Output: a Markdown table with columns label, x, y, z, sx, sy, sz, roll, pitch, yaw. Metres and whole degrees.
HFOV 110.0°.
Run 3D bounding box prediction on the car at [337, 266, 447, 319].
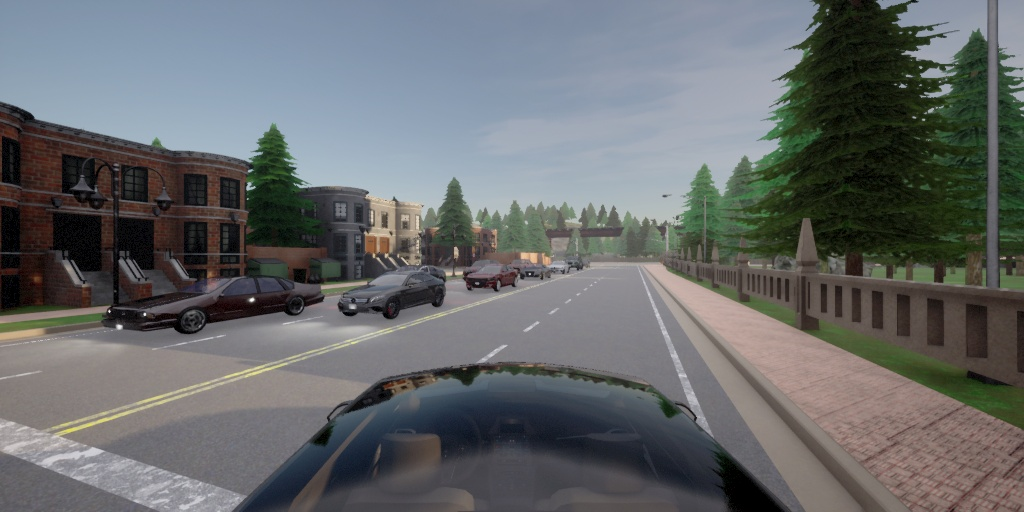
| label | x | y | z | sx | sy | sz | roll | pitch | yaw |
| --- | --- | --- | --- | --- | --- | --- | --- | --- | --- |
| car | -4.090 | 1.276 | 13.088 | 1.812 | 1.442 | 4.674 | 0 | 0 | 19 |

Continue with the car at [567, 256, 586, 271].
| label | x | y | z | sx | sy | sz | roll | pitch | yaw |
| --- | --- | --- | --- | --- | --- | --- | --- | --- | --- |
| car | 8.711 | 0.972 | 50.837 | 2.150 | 2.045 | 5.566 | 0 | 0 | 19 |

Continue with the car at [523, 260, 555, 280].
| label | x | y | z | sx | sy | sz | roll | pitch | yaw |
| --- | --- | --- | --- | --- | --- | --- | --- | --- | --- |
| car | 2.128 | 1.314 | 31.407 | 1.994 | 1.385 | 4.181 | 0 | 0 | 20 |

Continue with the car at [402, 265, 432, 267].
| label | x | y | z | sx | sy | sz | roll | pitch | yaw |
| --- | --- | --- | --- | --- | --- | --- | --- | --- | --- |
| car | -5.442 | 1.242 | 20.016 | 2.128 | 1.511 | 4.902 | 0 | 0 | 18 |

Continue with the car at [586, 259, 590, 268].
| label | x | y | z | sx | sy | sz | roll | pitch | yaw |
| --- | --- | --- | --- | --- | --- | --- | --- | --- | --- |
| car | 12.178 | 1.255 | 61.010 | 1.837 | 1.490 | 4.892 | 0 | 0 | 19 |

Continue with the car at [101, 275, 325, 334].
| label | x | y | z | sx | sy | sz | roll | pitch | yaw |
| --- | --- | --- | --- | --- | --- | --- | --- | --- | --- |
| car | -8.482 | 1.297 | 11.038 | 2.033 | 1.411 | 5.357 | 0 | 0 | 19 |

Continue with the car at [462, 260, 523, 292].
| label | x | y | z | sx | sy | sz | roll | pitch | yaw |
| --- | --- | --- | --- | --- | --- | --- | --- | --- | --- |
| car | -1.095 | 1.228 | 21.923 | 1.882 | 1.535 | 5.008 | 0 | 0 | 19 |

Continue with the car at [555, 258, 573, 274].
| label | x | y | z | sx | sy | sz | roll | pitch | yaw |
| --- | --- | --- | --- | --- | --- | --- | --- | --- | --- |
| car | 5.357 | 1.276 | 40.960 | 1.812 | 1.442 | 4.674 | 0 | 0 | 19 |
